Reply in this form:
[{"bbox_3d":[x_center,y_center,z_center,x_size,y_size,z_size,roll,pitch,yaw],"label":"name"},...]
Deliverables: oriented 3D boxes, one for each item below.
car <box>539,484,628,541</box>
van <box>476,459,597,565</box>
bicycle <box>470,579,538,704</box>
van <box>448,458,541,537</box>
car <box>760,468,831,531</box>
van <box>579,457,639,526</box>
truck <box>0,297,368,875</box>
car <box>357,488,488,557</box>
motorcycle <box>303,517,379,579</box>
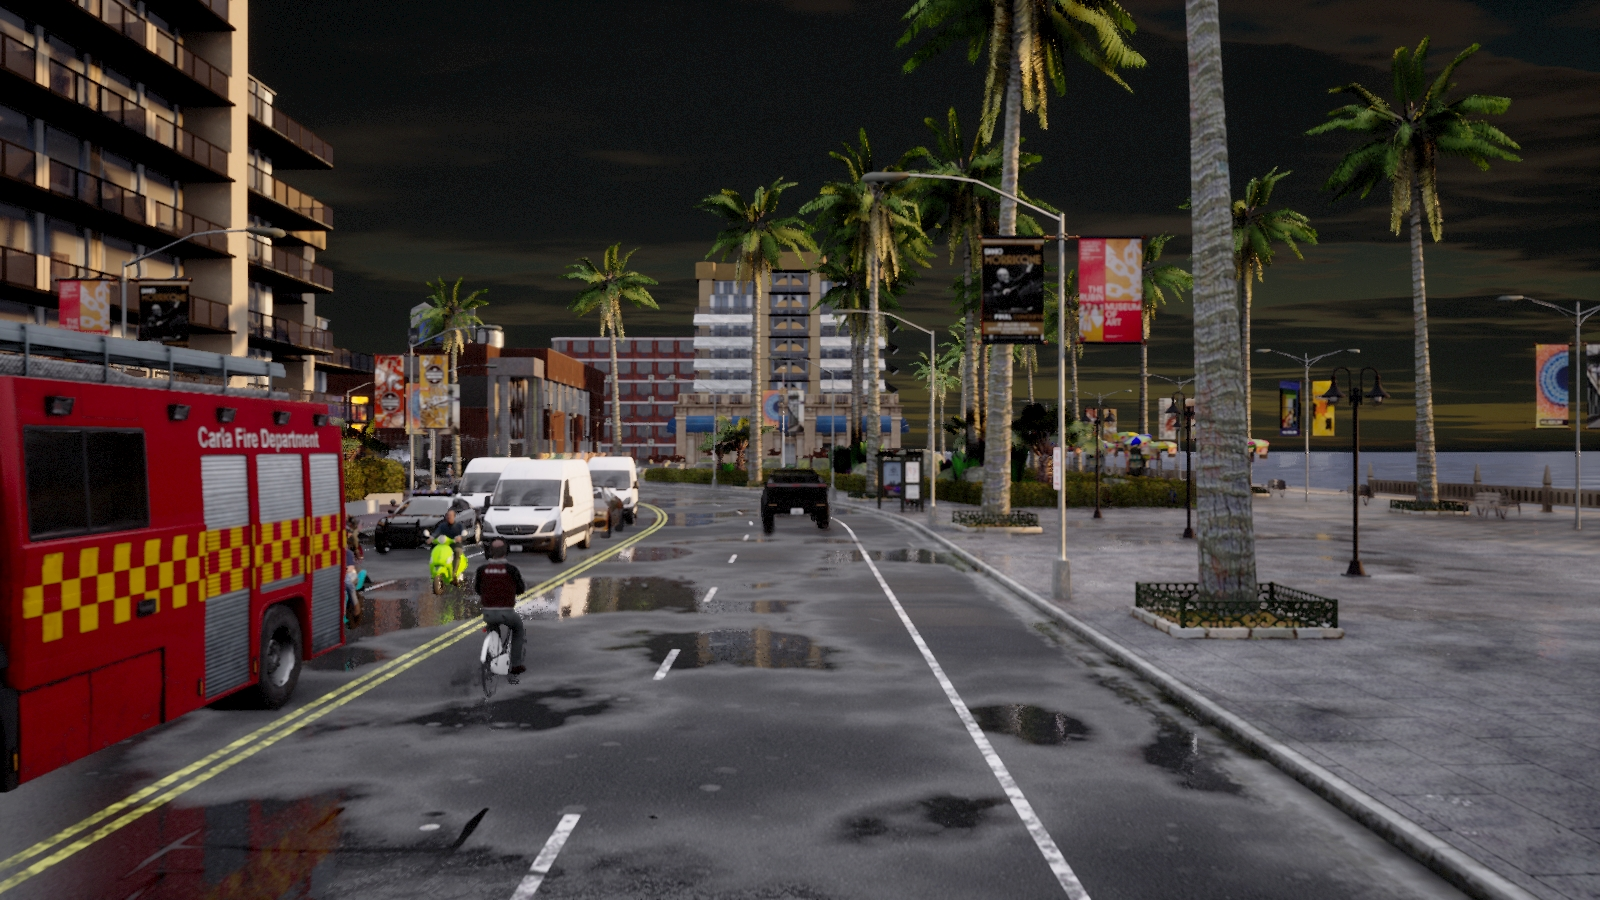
[{"bbox_3d":[-7.158,2.020,38.239,2.152,1.651,5.027,0,0,-2],"label":"car"},{"bbox_3d":[-7.033,1.558,31.126,1.988,2.561,5.915,0,0,-1],"label":"van"},{"bbox_3d":[-3.480,2.220,13.547,0.329,1.171,1.835,0,0,0],"label":"bicycle"},{"bbox_3d":[-10.714,1.564,40.478,1.988,2.561,5.915,0,0,-3],"label":"van"},{"bbox_3d":[-0.258,1.784,42.942,2.390,2.098,6.274,0,0,-3],"label":"car"},{"bbox_3d":[-7.533,1.567,45.549,1.988,2.561,5.915,0,0,-6],"label":"van"},{"bbox_3d":[-6.744,0.896,9.768,2.891,3.827,8.468,0,0,0],"label":"truck"},{"bbox_3d":[-10.673,2.006,32.778,2.097,1.638,5.238,0,0,-1],"label":"car"},{"bbox_3d":[-10.507,2.224,26.266,0.867,1.251,2.209,0,0,0],"label":"motorcycle"}]
